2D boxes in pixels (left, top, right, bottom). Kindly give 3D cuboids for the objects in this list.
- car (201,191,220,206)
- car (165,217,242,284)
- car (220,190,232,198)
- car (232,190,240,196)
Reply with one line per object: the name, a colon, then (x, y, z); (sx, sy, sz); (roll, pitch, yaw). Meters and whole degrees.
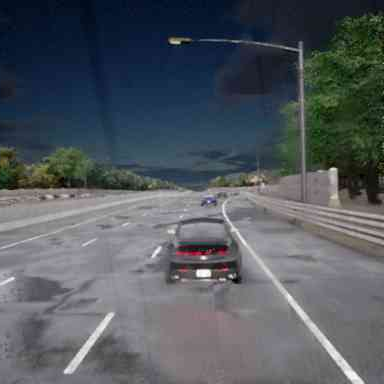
car: (2.221, 0.916, 41.400); (1.812, 1.442, 4.674); (-2, 1, 7)
car: (0.314, 1.487, 9.574); (1.837, 1.490, 4.892); (-2, 0, 2)
car: (6.059, 0.480, 64.828); (1.837, 1.490, 4.892); (-1, 0, 12)
car: (10.921, 0.171, 84.137); (2.033, 1.411, 5.357); (-2, 1, 17)
